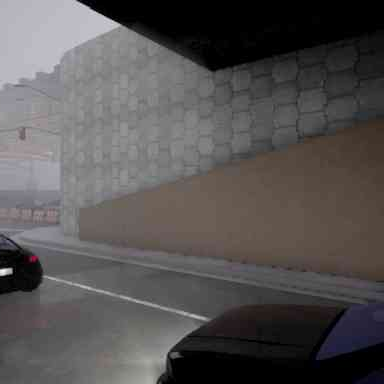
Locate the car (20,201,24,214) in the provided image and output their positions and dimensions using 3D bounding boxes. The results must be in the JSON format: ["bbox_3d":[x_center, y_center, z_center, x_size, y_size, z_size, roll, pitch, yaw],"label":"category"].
[{"bbox_3d":[-12.077,1.452,29.615,4.974,1.542,2.038,0,0,1],"label":"car"}]

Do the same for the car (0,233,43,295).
[{"bbox_3d":[-5.367,1.564,7.790,4.181,1.385,1.994,0,0,36],"label":"car"}]

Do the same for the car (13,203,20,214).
[{"bbox_3d":[-15.766,1.452,32.377,2.038,1.542,4.974,0,0,-9],"label":"car"}]

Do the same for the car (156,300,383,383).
[{"bbox_3d":[2.278,1.547,2.364,5.357,1.411,2.033,0,0,36],"label":"car"}]

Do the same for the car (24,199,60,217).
[{"bbox_3d":[-12.025,1.295,29.614,4.536,1.218,1.853,0,0,1],"label":"car"}]

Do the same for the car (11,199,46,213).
[{"bbox_3d":[-15.774,1.295,32.428,1.853,1.218,4.536,0,0,-9],"label":"car"}]
